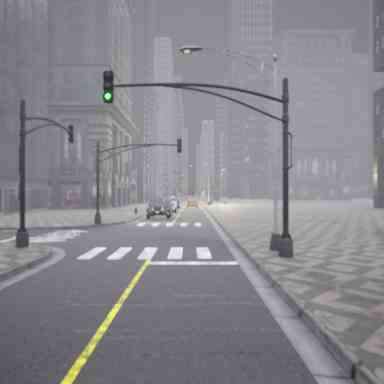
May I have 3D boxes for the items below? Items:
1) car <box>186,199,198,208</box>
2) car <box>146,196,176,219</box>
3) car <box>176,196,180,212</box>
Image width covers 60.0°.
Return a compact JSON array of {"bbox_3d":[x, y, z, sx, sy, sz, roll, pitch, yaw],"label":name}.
[{"bbox_3d":[0.046,1.931,56.925,1.882,1.535,5.008,0,0,0],"label":"car"},{"bbox_3d":[-3.069,1.472,32.251,2.150,2.045,5.566,0,0,0],"label":"car"},{"bbox_3d":[-3.063,1.556,42.699,2.150,2.045,5.566,0,0,0],"label":"car"}]
